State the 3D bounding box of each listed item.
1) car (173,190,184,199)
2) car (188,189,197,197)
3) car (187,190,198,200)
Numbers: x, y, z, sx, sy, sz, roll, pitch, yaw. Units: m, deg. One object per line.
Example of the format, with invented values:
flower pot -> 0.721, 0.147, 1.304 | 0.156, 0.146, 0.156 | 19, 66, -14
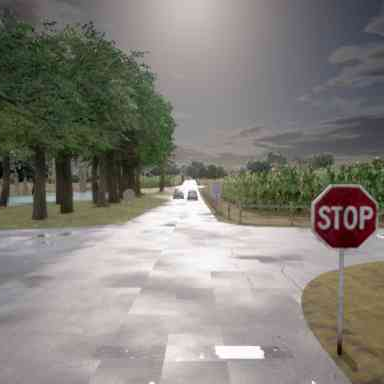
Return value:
car -> -2.650, 0.439, 65.486 | 2.097, 1.767, 4.553 | 0, 2, 0
car -> 0.109, 0.210, 71.274 | 1.882, 1.535, 5.008 | 0, 2, 0
car -> 0.093, 0.774, 61.286 | 1.994, 1.385, 4.181 | 0, 2, 0
